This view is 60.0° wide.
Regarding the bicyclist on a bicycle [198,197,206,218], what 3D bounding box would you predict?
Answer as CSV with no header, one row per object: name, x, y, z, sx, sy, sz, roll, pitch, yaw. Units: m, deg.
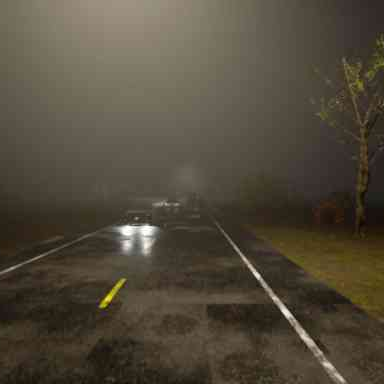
bicyclist on a bicycle,0.958,1.406,28.548,0.582,1.620,1.656,0,0,0

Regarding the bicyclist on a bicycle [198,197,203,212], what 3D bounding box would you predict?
bicyclist on a bicycle,0.956,1.390,37.998,0.582,1.620,1.656,0,0,0

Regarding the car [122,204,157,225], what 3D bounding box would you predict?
car,-3.604,1.525,23.578,1.994,1.385,4.181,0,0,0

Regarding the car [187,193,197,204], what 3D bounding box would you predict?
car,0.005,1.460,61.964,1.994,1.385,4.181,0,0,0

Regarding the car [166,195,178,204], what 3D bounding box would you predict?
car,-3.525,1.396,59.905,1.837,1.490,4.892,0,2,0
